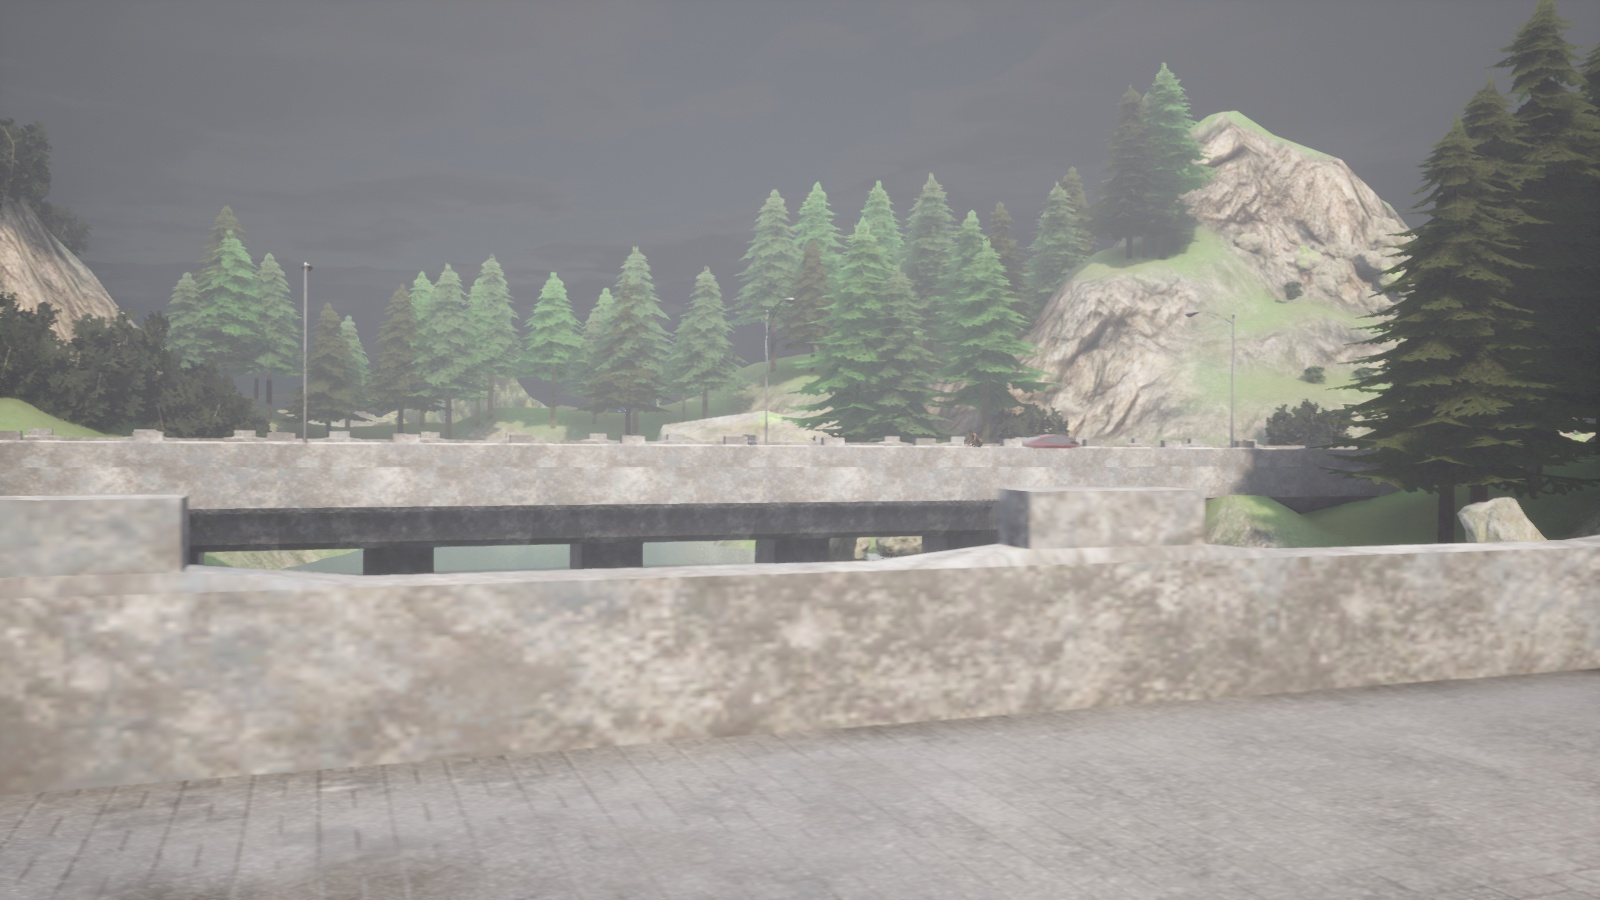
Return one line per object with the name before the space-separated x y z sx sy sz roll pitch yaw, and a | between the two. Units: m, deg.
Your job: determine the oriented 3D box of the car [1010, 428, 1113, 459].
car | 12.831 -0.316 61.559 4.674 1.442 1.812 -1 1 -21
